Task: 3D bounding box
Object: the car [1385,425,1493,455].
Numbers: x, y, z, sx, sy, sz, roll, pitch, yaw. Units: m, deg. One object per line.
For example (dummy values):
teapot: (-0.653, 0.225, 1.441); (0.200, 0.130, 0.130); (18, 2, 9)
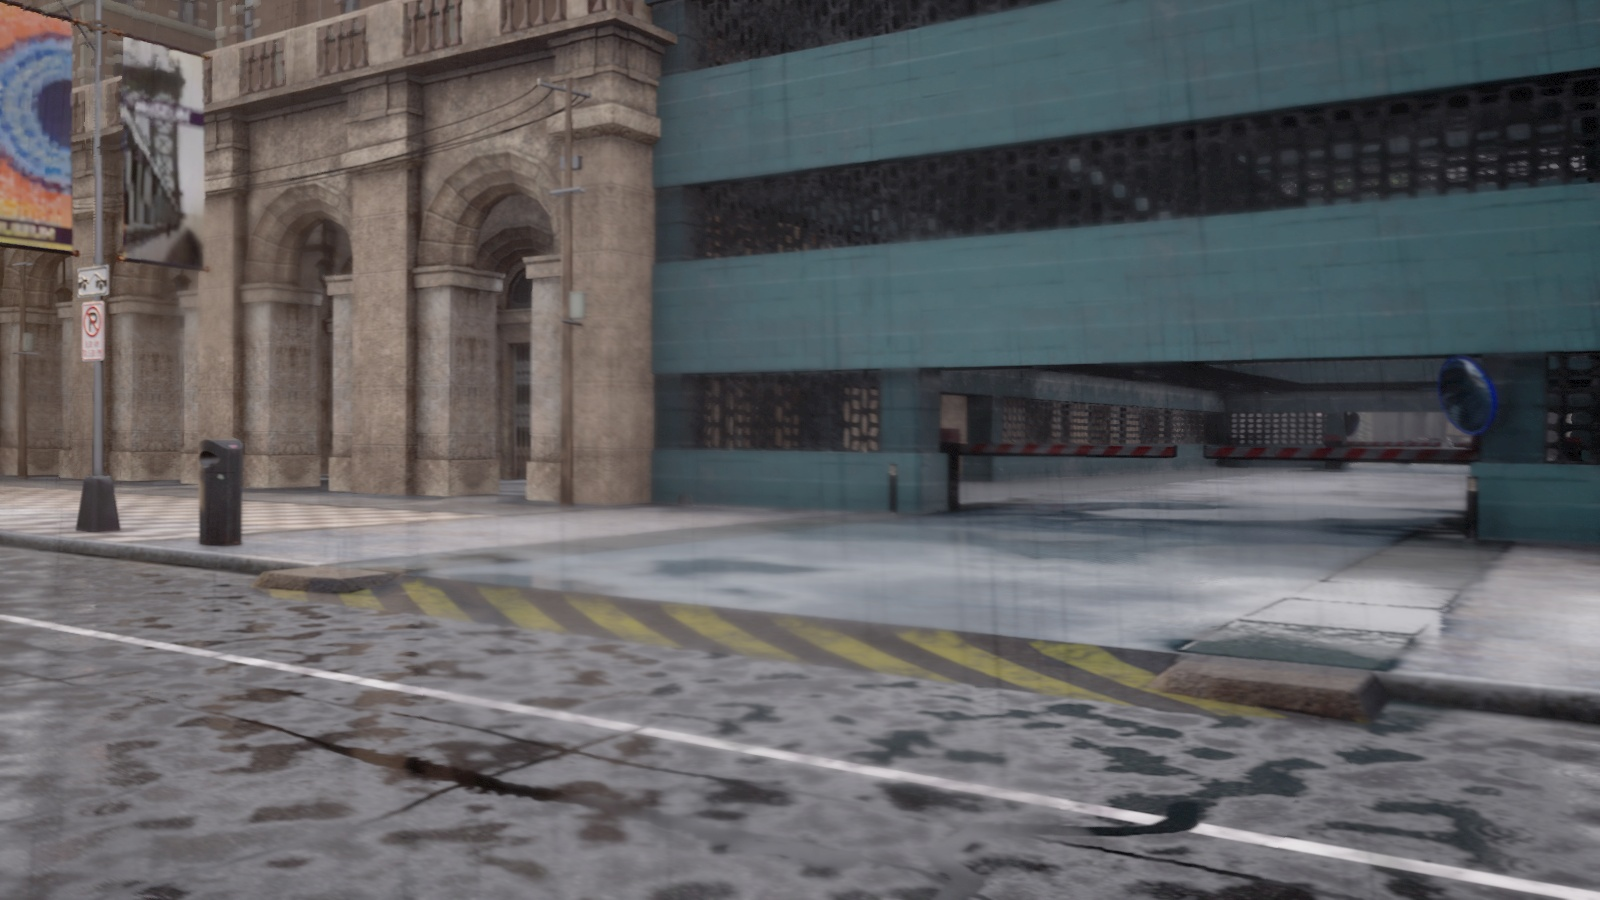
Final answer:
car: (33.603, -0.508, 66.097); (4.902, 1.511, 2.128); (0, 1, 31)
